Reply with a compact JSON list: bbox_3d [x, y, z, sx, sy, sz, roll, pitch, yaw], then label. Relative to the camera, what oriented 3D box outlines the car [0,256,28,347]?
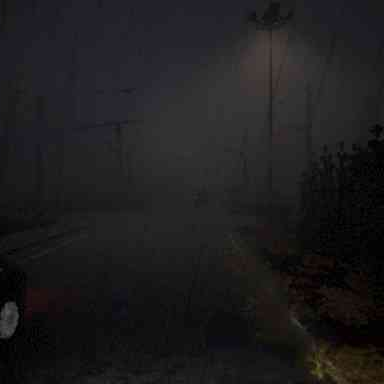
[{"bbox_3d":[-3.562,1.477,3.434,1.837,1.490,4.892,0,0,0],"label":"car"}]

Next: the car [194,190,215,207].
[{"bbox_3d":[1.525,0.707,40.641,2.150,2.045,5.566,0,3,5],"label":"car"}]
